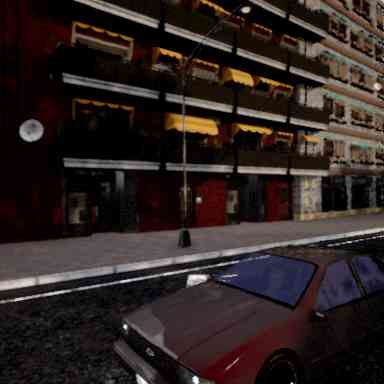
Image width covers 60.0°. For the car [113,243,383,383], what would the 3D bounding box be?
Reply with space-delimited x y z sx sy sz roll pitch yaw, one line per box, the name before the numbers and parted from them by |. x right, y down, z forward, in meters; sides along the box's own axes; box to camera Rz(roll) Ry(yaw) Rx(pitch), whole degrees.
car | 1.667 1.540 4.915 5.357 1.411 2.033 0 0 -36
